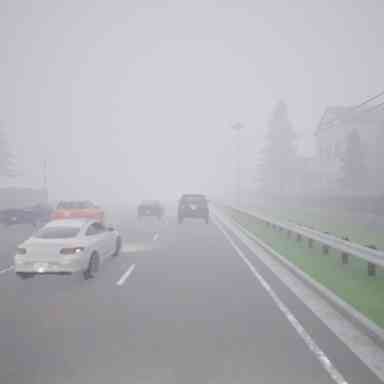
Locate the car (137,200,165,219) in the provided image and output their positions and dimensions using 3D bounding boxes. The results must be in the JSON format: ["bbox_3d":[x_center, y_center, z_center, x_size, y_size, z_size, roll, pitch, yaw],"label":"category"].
[{"bbox_3d":[-3.398,1.372,28.181,1.882,1.535,5.008,0,0,0],"label":"car"}]

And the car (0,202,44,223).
[{"bbox_3d":[-10.397,1.395,21.921,1.882,1.535,5.008,0,0,0],"label":"car"}]

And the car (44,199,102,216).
[{"bbox_3d":[-6.900,1.275,20.481,2.097,1.767,4.553,0,0,0],"label":"car"}]

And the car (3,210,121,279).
[{"bbox_3d":[-3.399,1.489,9.798,1.812,1.442,4.674,0,0,0],"label":"car"}]

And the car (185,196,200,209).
[{"bbox_3d":[0.102,1.345,42.879,1.837,1.490,4.892,0,0,0],"label":"car"}]

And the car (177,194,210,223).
[{"bbox_3d":[0.108,1.130,24.398,2.150,2.045,5.566,0,0,0],"label":"car"}]
